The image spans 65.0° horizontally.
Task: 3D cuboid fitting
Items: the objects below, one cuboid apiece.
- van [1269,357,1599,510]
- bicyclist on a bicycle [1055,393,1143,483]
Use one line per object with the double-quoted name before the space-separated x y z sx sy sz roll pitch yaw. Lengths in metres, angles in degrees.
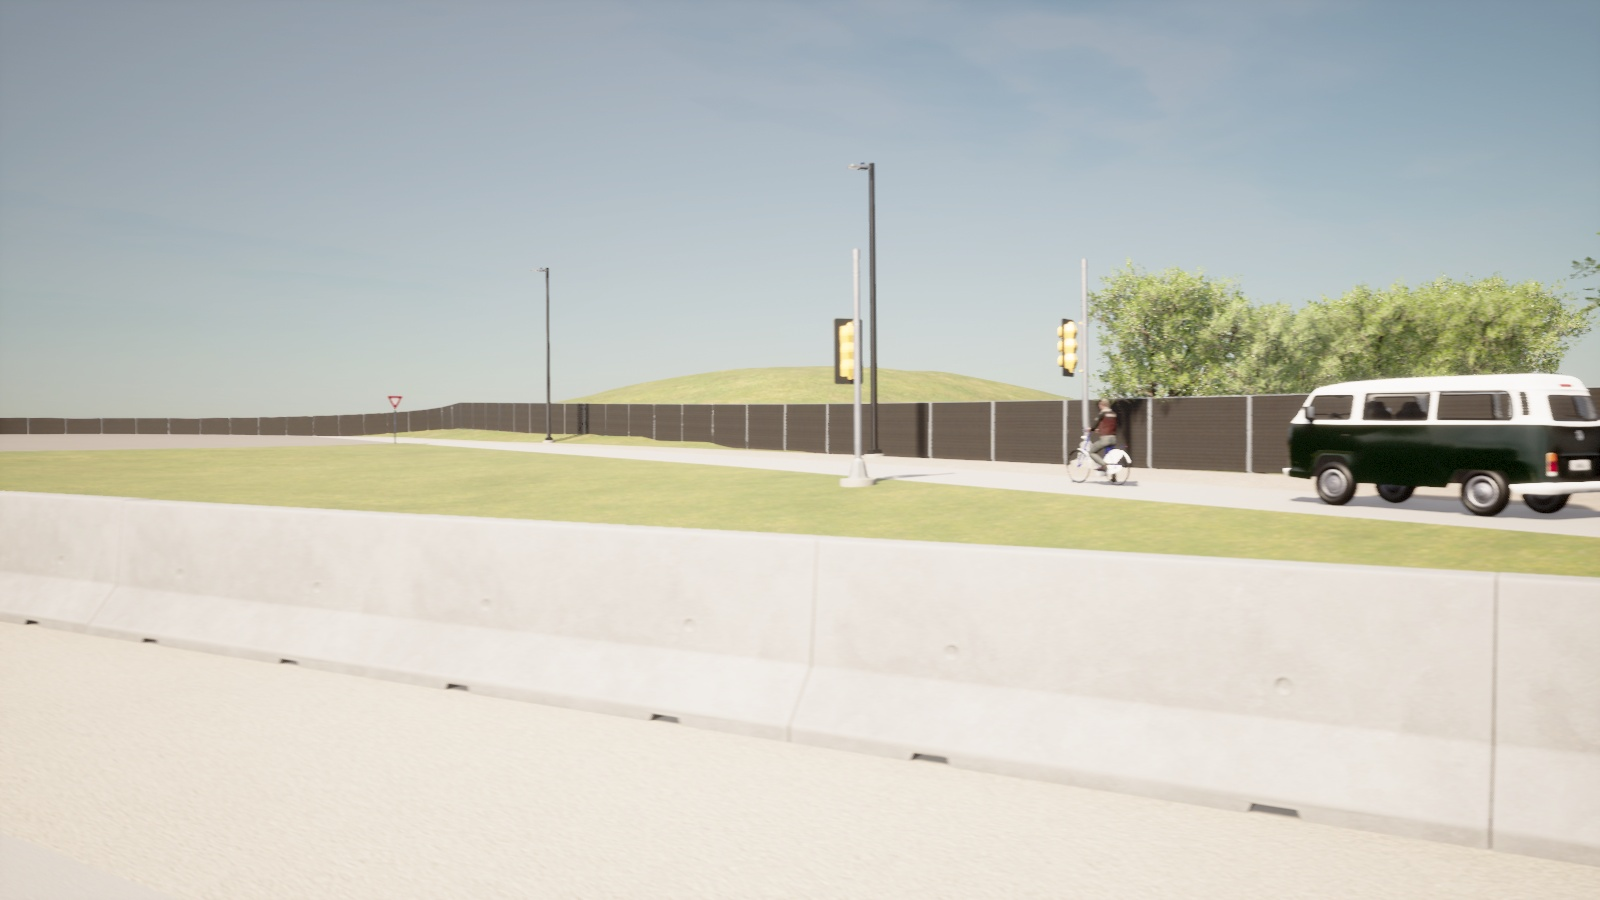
"van" 9.729 -0.287 19.221 2.069 2.038 4.480 -2 2 -30
"bicyclist on a bicycle" 6.088 -0.268 25.667 0.659 1.776 1.843 -2 2 -29
